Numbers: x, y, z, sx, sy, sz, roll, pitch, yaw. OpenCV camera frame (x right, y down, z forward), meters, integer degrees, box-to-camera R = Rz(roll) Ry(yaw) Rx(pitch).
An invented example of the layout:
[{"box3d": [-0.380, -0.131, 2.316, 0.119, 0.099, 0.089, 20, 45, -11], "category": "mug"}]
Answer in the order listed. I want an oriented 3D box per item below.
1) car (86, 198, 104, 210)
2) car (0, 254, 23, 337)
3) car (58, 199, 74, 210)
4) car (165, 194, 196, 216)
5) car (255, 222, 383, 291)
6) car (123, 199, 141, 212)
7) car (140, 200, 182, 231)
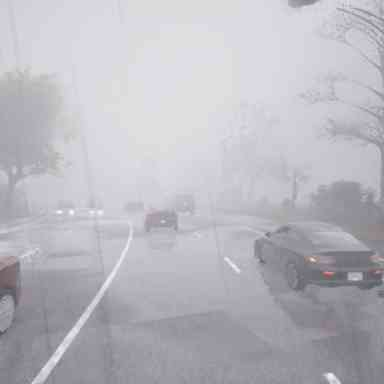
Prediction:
[{"box3d": [-12.716, 1.533, 43.573, 2.128, 1.511, 4.902, 0, 0, -23], "category": "car"}, {"box3d": [-3.798, 1.492, 3.764, 1.882, 1.535, 5.008, 0, 0, -3], "category": "car"}, {"box3d": [-17.010, 1.648, 44.772, 1.895, 1.301, 4.718, 0, 0, -24], "category": "car"}, {"box3d": [-1.294, 1.241, 32.830, 2.150, 2.045, 5.566, 0, 0, -16], "category": "car"}, {"box3d": [3.071, 1.519, 8.914, 1.812, 1.442, 4.674, 0, 0, -4], "category": "car"}, {"box3d": [-6.854, 1.510, 38.601, 1.882, 1.535, 5.008, 0, 0, -19], "category": "car"}, {"box3d": [-2.052, 1.491, 20.850, 1.882, 1.535, 5.008, 0, 0, -10], "category": "car"}]
